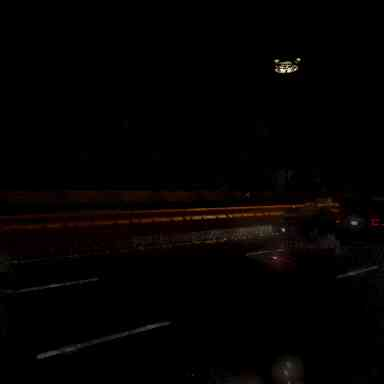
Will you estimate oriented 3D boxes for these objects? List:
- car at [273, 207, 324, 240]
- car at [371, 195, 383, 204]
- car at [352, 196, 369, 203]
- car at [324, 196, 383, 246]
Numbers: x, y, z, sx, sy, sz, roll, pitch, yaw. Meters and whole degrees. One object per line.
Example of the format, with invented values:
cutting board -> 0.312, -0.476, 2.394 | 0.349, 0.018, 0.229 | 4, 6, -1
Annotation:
car -> 6.234, 1.516, 16.907 | 4.892, 1.490, 1.837 | 0, 0, -35
car -> 37.432, 1.469, 66.276 | 1.882, 1.535, 5.008 | 0, 0, 41
car -> 34.684, 1.591, 68.447 | 1.895, 1.301, 4.718 | 0, 0, 41
car -> 8.288, 1.258, 14.073 | 5.566, 2.045, 2.150 | 0, 0, -35
